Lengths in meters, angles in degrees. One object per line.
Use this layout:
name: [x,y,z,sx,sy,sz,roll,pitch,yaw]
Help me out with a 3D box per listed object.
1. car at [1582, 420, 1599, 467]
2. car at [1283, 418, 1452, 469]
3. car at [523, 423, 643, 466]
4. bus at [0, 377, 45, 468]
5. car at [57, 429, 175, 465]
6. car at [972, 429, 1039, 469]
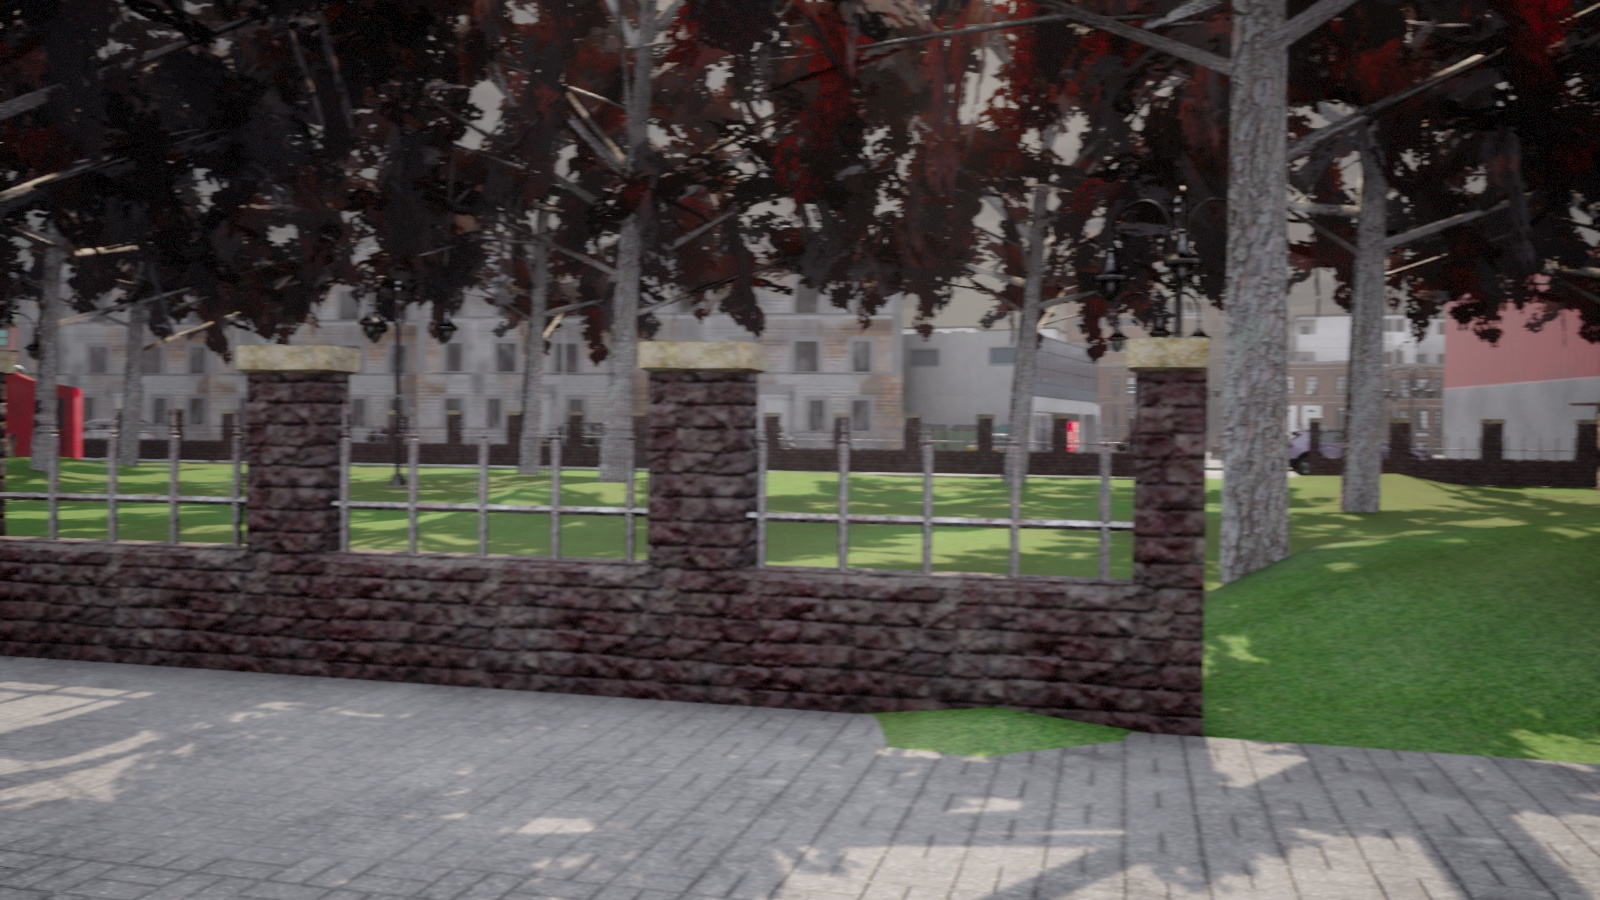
car: [27.069,-0.213,39.492,3.806,1.475,1.970,0,1,15]
car: [18.741,-0.212,41.724,4.856,1.649,2.033,0,1,15]
car: [-9.186,-0.233,53.333,4.553,1.767,2.097,0,1,15]
bus: [-42.536,-1.299,60.441,10.273,4.253,3.944,0,1,7]
car: [-32.391,-0.146,59.524,4.611,1.667,2.242,0,1,15]
car: [7.355,-0.038,44.781,2.207,1.376,1.481,-1,1,15]
